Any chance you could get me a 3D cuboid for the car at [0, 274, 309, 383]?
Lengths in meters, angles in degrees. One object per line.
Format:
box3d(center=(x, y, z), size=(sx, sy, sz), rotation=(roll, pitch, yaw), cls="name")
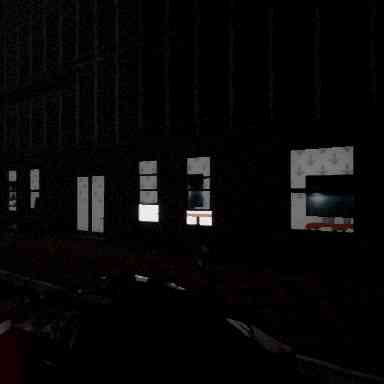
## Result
box3d(center=(-0.942, 1.579, 3.546), size=(4.206, 1.307, 1.802), rotation=(0, 0, 36), cls="car")
